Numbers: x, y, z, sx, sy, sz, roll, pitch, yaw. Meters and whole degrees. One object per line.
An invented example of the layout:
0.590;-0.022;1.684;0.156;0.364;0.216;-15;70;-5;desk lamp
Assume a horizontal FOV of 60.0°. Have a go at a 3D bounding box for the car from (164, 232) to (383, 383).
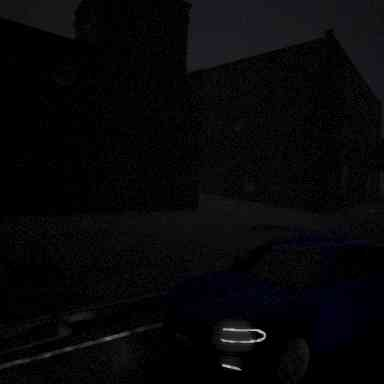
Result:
1.901;1.477;5.436;5.008;1.535;1.882;0;0;-36;car
